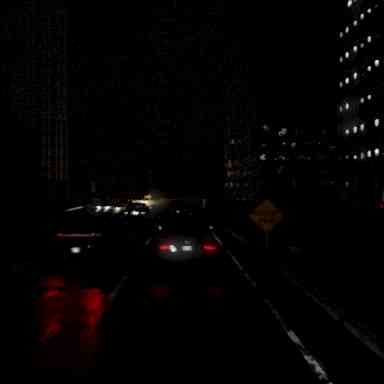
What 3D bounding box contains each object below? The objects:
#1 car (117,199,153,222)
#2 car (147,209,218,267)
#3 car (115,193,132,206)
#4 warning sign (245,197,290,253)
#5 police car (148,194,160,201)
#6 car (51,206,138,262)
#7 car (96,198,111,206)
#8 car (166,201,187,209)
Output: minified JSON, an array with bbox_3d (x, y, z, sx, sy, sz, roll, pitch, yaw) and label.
[{"bbox_3d":[-4.290,1.551,26.327,2.033,1.411,5.357,0,0,-4],"label":"car"},{"bbox_3d":[-0.204,1.549,11.382,2.033,1.411,5.357,0,0,-2],"label":"car"},{"bbox_3d":[-10.372,1.225,50.735,2.150,2.045,5.566,0,0,-8],"label":"car"},{"bbox_3d":[2.623,1.115,11.662,1.300,1.860,1.060,0,0,-2],"label":"warning sign"},{"bbox_3d":[-9.695,1.431,87.044,1.930,1.638,5.238,0,0,-14],"label":"police car"},{"bbox_3d":[-3.479,1.494,12.170,2.128,1.511,4.902,0,0,-2],"label":"car"},{"bbox_3d":[-13.910,1.571,52.434,1.994,1.385,4.181,0,0,-8],"label":"car"},{"bbox_3d":[-1.415,1.527,31.221,1.812,1.442,4.674,0,0,-5],"label":"car"}]
